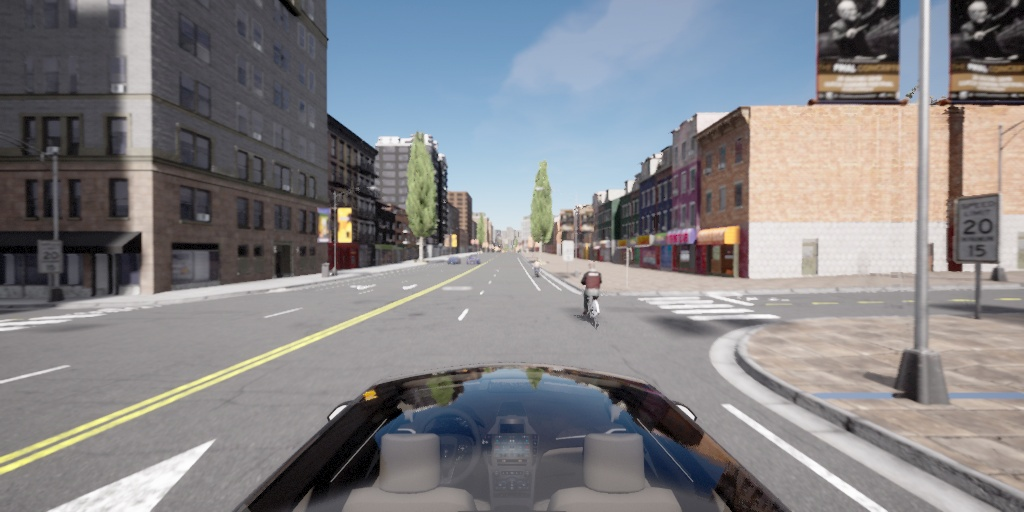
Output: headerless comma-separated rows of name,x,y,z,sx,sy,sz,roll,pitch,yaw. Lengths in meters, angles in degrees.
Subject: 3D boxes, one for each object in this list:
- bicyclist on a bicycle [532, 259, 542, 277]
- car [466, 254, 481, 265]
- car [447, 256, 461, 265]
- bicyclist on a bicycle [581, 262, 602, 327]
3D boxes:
bicyclist on a bicycle,2.236,1.088,32.112,0.866,1.612,1.509,0,1,0
car,-6.530,0.506,61.082,2.097,1.767,4.553,0,1,0
car,-9.780,0.702,61.054,2.033,1.411,5.357,0,1,0
bicyclist on a bicycle,2.237,1.033,10.230,0.659,1.776,1.843,-1,3,0
